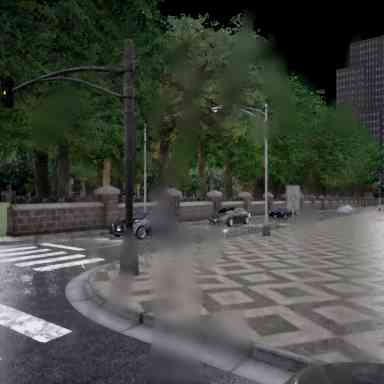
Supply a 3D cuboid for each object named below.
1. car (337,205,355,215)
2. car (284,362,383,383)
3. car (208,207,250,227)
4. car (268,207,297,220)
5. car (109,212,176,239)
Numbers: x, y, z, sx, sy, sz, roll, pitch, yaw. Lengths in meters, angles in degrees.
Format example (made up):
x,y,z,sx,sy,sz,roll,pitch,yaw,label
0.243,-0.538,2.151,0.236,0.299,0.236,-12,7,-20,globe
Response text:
x,y,z,sx,sy,sz,roll,pitch,yaw,label
23.984,2.722,51.720,1.812,1.442,4.674,0,-1,35,car
2.349,1.551,1.281,4.403,1.369,2.008,0,0,36,car
3.230,2.040,27.991,1.837,1.490,4.892,0,-1,35,car
10.347,2.394,38.003,1.895,1.301,4.718,0,-1,36,car
-2.781,1.887,19.520,1.994,1.385,4.181,0,-1,35,car
